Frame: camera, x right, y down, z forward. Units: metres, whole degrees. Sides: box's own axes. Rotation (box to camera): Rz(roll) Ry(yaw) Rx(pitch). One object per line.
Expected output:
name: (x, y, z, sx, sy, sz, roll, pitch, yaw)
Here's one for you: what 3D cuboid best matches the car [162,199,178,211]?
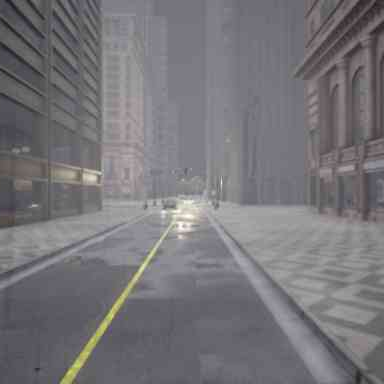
car: (-3.024, 1.777, 46.531, 1.837, 1.490, 4.892, 0, -1, 0)
